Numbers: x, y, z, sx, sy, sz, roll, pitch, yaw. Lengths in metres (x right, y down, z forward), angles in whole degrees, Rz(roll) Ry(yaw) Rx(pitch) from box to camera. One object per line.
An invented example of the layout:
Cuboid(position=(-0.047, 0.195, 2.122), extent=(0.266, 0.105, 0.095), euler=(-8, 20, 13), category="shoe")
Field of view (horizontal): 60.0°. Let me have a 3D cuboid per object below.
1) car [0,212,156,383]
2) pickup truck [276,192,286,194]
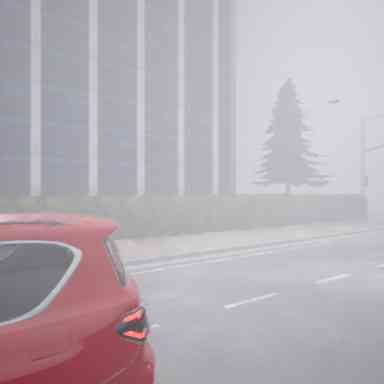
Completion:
Cuboid(position=(-2.908, 1.220, 1.913), extent=(5.566, 2.045, 2.150), euler=(0, 0, -35), category="car")
Cuboid(position=(19.815, 1.056, 71.483), extent=(2.390, 2.098, 6.274), euler=(0, 0, -6), category="pickup truck")
